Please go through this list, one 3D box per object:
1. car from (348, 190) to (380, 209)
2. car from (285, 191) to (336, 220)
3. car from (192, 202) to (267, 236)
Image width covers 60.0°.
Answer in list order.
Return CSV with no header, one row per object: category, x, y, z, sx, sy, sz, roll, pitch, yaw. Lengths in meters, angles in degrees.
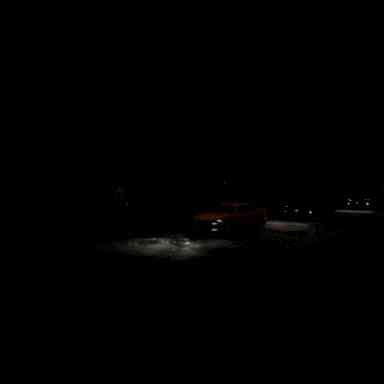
car,18.882,0.753,36.366,2.150,2.045,5.566,0,1,42
car,9.182,0.925,25.468,2.150,2.045,5.566,0,1,42
car,2.087,1.306,17.475,1.882,1.535,5.008,0,1,42
